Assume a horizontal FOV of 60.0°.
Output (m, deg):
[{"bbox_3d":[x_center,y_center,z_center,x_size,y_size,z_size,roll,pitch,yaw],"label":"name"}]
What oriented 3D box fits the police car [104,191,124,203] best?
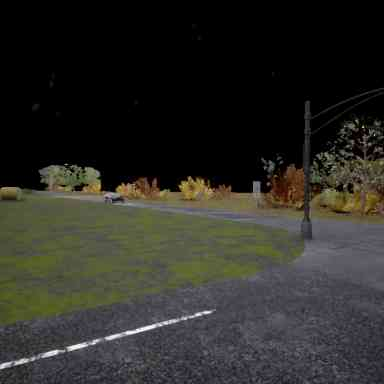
[{"bbox_3d":[-11.649,0.744,49.739,1.930,1.638,5.238,1,0,-32],"label":"police car"}]
